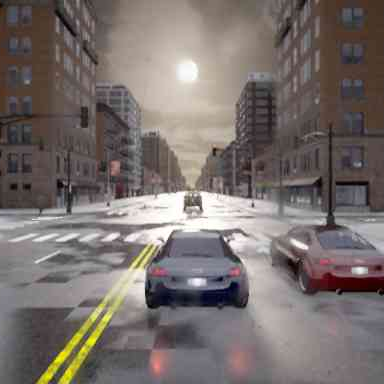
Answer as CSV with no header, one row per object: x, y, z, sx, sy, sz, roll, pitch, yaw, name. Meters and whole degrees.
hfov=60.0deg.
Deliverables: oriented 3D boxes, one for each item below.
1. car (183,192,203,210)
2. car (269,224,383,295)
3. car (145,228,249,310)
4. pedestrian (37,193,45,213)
0.105,1.032,39.228,2.150,2.045,5.566,0,0,0,car
3.339,1.522,8.615,1.994,1.385,4.181,0,0,0,car
0.089,1.526,7.797,1.994,1.385,4.181,0,0,0,car
-14.138,1.020,31.120,0.375,1.860,0.375,0,0,0,pedestrian
